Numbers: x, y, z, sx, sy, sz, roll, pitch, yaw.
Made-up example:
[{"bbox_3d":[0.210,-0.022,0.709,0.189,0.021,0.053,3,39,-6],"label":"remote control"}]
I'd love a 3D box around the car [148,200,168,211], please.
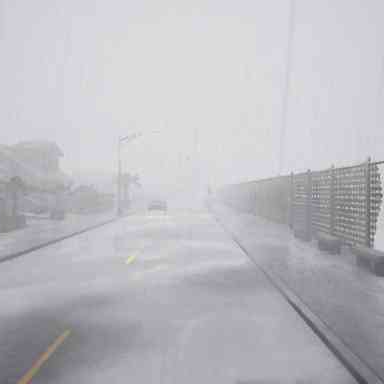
[{"bbox_3d":[-4.000,1.598,39.650,1.994,1.385,4.181,0,0,0],"label":"car"}]

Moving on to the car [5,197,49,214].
[{"bbox_3d":[-14.562,1.171,29.381,3.633,1.501,1.845,0,0,-3],"label":"car"}]
